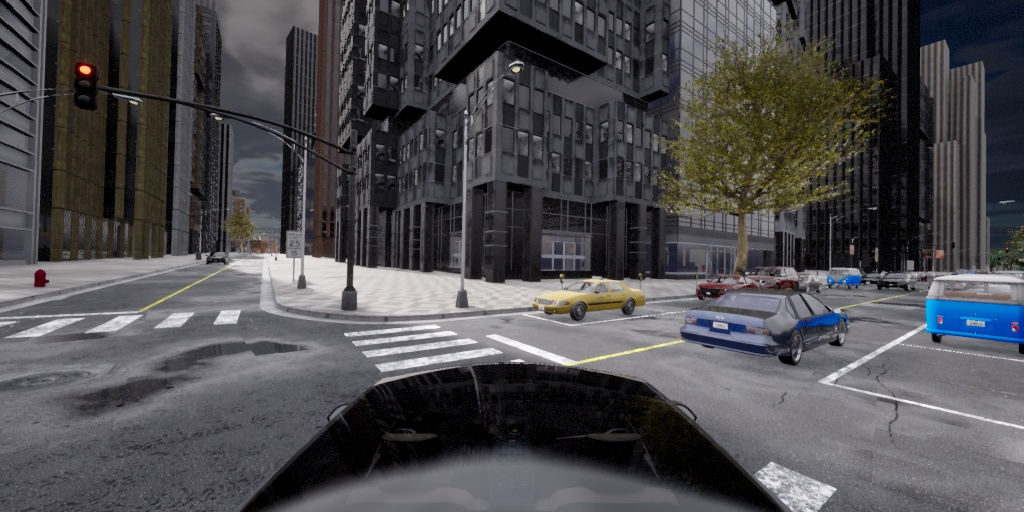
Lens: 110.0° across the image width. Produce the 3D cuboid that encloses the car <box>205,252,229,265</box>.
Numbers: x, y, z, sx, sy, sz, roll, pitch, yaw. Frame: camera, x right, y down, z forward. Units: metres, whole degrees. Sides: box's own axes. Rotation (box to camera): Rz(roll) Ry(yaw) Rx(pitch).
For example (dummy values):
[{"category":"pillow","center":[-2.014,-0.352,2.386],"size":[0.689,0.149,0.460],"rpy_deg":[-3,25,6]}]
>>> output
[{"category":"car","center":[-35.417,0.241,43.194],"size":[1.837,1.490,4.892],"rpy_deg":[2,0,-35]}]

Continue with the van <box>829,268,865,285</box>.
[{"category":"van","center":[29.138,1.942,31.502],"size":[3.998,1.789,1.690],"rpy_deg":[0,0,-35]}]

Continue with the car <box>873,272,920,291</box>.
[{"category":"car","center":[33.345,2.178,31.063],"size":[4.892,1.490,1.837],"rpy_deg":[2,-1,-35]}]

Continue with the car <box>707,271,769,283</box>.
[{"category":"car","center":[11.775,1.692,19.424],"size":[4.507,1.381,1.888],"rpy_deg":[0,0,-35]}]

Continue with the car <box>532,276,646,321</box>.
[{"category":"car","center":[2.948,1.448,13.292],"size":[4.829,1.417,1.751],"rpy_deg":[0,0,-35]}]

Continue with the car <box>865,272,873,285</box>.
[{"category":"car","center":[37.819,2.397,37.541],"size":[4.313,1.339,1.948],"rpy_deg":[0,0,-35]}]

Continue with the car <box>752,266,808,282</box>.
[{"category":"car","center":[16.116,1.574,22.444],"size":[5.009,1.841,2.192],"rpy_deg":[0,0,-35]}]

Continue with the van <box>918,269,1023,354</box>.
[{"category":"van","center":[12.390,1.385,9.467],"size":[3.998,1.789,1.690],"rpy_deg":[0,0,-35]}]

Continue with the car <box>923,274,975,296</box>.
[{"category":"car","center":[33.515,2.182,27.444],"size":[5.357,1.411,2.033],"rpy_deg":[2,-1,-34]}]

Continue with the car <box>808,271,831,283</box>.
[{"category":"car","center":[20.457,1.923,25.463],"size":[4.403,1.370,2.007],"rpy_deg":[0,0,-35]}]

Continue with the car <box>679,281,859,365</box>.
[{"category":"car","center":[6.167,1.469,8.503],"size":[5.357,1.411,2.033],"rpy_deg":[1,-1,-35]}]
